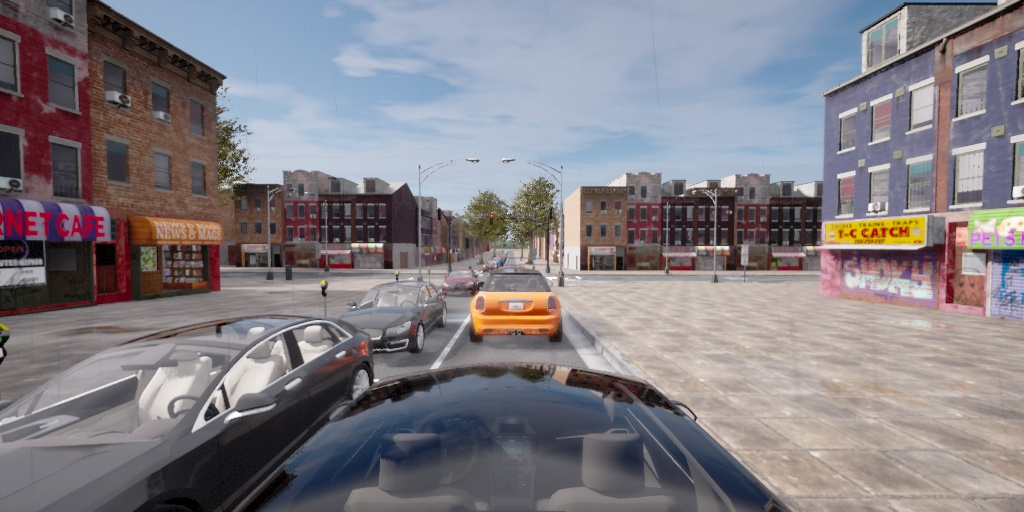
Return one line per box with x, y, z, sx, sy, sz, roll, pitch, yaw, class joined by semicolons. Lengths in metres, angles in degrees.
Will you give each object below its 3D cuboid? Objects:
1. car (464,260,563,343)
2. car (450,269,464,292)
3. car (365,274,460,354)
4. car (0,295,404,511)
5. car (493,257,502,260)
0.084;1.107;9.890;2.097;1.767;4.553;0;0;0;car
-2.674;1.349;19.474;1.802;1.307;4.207;0;0;0;car
-2.653;1.304;8.580;2.007;1.370;4.403;0;0;0;car
-2.643;1.301;3.131;2.007;1.370;4.403;0;0;0;car
-2.726;1.277;46.249;1.967;1.591;4.097;0;0;0;car
